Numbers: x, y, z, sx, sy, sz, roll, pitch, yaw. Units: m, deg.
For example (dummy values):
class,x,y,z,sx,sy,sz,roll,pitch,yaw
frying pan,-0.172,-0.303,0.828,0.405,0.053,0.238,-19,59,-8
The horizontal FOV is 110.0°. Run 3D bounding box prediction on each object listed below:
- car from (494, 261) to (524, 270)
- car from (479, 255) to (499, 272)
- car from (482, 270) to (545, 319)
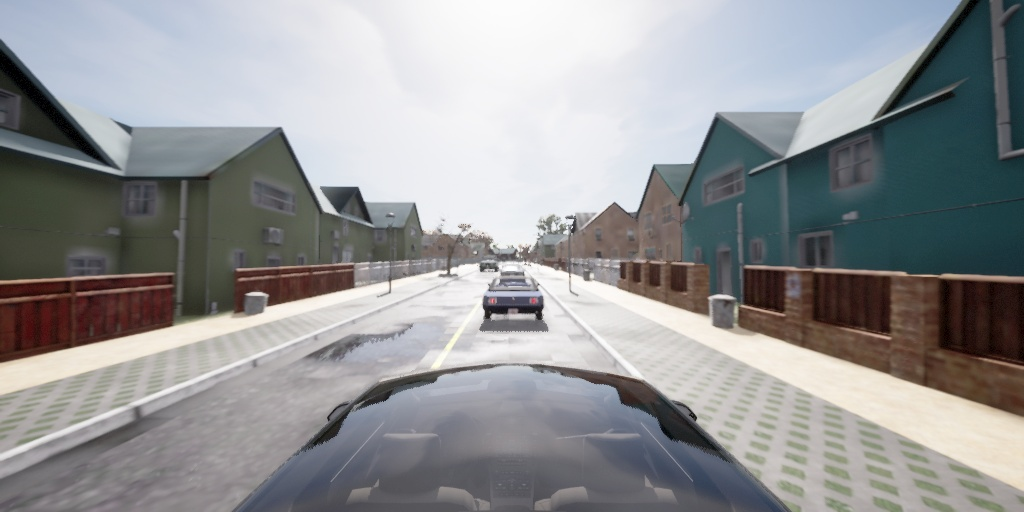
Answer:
class,x,y,z,sx,sy,sz,roll,pitch,yaw
car,0.036,1.272,25.513,2.033,1.411,5.357,0,0,1
car,-2.847,0.949,44.995,2.150,2.045,5.566,0,0,0
car,0.057,1.335,12.682,1.895,1.301,4.718,0,0,0
